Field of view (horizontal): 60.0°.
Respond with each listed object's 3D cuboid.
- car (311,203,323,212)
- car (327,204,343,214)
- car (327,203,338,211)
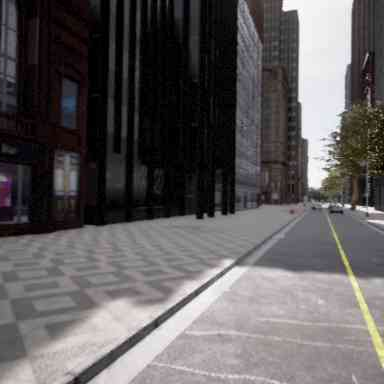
[{"bbox_3d":[23.889,2.980,63.712,1.837,1.490,4.892,1,-1,21],"label":"car"},{"bbox_3d":[24.118,2.901,55.694,1.994,1.385,4.181,1,-1,21],"label":"car"},{"bbox_3d":[29.381,3.185,69.612,1.837,1.490,4.892,1,-1,21],"label":"car"}]
